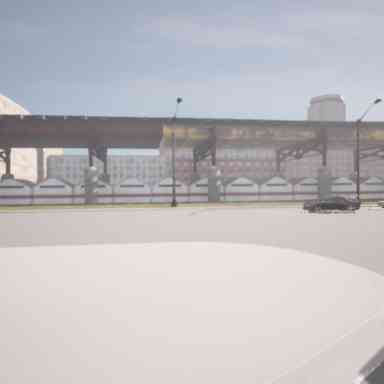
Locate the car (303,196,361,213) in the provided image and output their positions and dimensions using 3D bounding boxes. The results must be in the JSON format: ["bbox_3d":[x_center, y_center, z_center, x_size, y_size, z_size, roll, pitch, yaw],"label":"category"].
[{"bbox_3d":[12.599,1.141,30.177,4.892,1.490,1.837,0,-2,3],"label":"car"}]

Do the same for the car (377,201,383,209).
[{"bbox_3d":[20.906,1.131,32.568,4.718,1.301,1.895,0,0,12],"label":"car"}]
